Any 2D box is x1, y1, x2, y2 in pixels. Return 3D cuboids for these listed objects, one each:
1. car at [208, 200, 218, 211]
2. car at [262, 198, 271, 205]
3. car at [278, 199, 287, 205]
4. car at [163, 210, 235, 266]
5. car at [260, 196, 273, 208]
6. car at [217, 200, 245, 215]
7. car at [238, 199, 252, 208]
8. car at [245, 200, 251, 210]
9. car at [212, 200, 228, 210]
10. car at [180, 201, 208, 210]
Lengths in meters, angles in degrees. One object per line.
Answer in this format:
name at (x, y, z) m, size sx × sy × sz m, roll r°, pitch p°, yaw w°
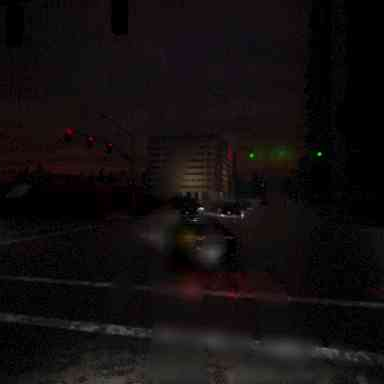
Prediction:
car at (2.135, 1.890, 43.511) m, size 1.812 × 1.442 × 4.674 m, roll 0°, pitch 0°, yaw 13°
car at (17.100, 2.196, 76.320) m, size 1.882 × 1.535 × 5.008 m, roll 0°, pitch 0°, yaw 13°
car at (20.572, 2.275, 75.797) m, size 2.033 × 1.411 × 5.357 m, roll 0°, pitch 0°, yaw 13°
car at (0.092, 1.622, 12.202) m, size 2.128 × 1.511 × 4.902 m, roll 1°, pitch -1°, yaw -12°
car at (13.515, 1.787, 60.583) m, size 2.150 × 2.045 × 5.566 m, roll 0°, pitch -1°, yaw 13°
car at (4.678, 1.891, 39.081) m, size 2.033 × 1.411 × 5.357 m, roll 0°, pitch 0°, yaw 13°
car at (9.573, 2.085, 59.543) m, size 2.033 × 1.411 × 5.357 m, roll 0°, pitch 0°, yaw 13°
car at (7.076, 1.931, 49.171) m, size 2.128 × 1.511 × 4.902 m, roll 0°, pitch 0°, yaw 13°
car at (4.521, 1.984, 53.492) m, size 1.812 × 1.442 × 4.674 m, roll 0°, pitch 0°, yaw 14°
car at (0.048, 1.785, 34.708) m, size 1.837 × 1.490 × 4.892 m, roll 0°, pitch 0°, yaw 13°
